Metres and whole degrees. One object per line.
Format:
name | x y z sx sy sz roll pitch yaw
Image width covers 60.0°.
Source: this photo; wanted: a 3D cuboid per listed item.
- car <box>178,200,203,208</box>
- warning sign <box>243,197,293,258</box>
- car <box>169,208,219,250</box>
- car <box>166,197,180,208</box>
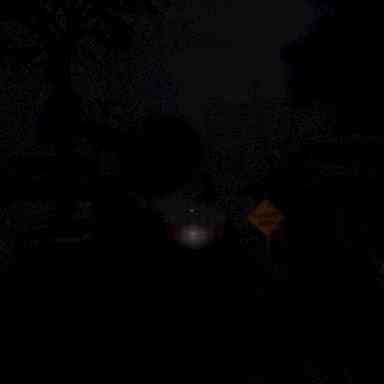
car | 0.073 1.640 29.493 1.994 1.385 4.181 0 0 0
warning sign | 2.478 1.127 10.995 1.300 1.860 1.060 -2 -3 0
car | 0.072 1.582 14.352 1.994 1.385 4.181 0 0 0
car | -2.831 1.584 51.547 2.097 1.767 4.553 0 0 0
